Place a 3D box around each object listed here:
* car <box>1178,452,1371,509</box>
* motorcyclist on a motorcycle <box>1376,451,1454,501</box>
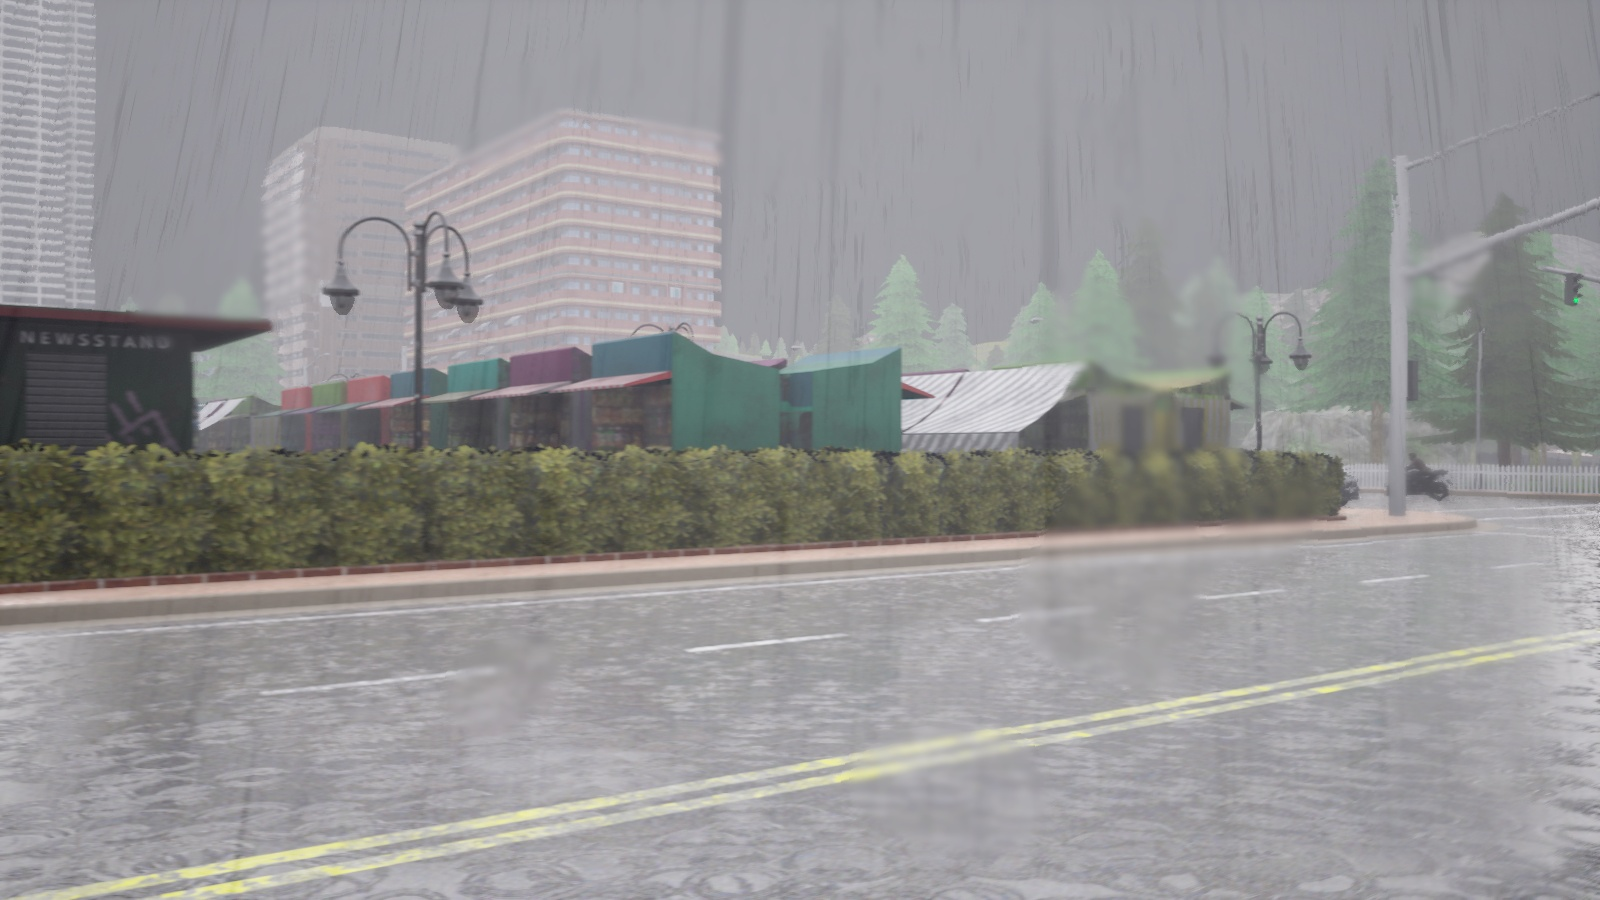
[{"bbox_3d":[13.324,0.809,35.563,1.837,1.490,4.892,0,0,-36],"label":"car"},{"bbox_3d":[19.258,0.783,39.347,0.797,1.523,2.044,0,0,-36],"label":"motorcyclist on a motorcycle"}]
